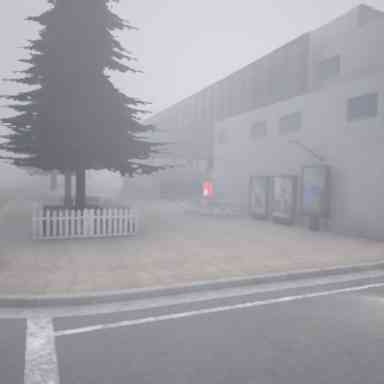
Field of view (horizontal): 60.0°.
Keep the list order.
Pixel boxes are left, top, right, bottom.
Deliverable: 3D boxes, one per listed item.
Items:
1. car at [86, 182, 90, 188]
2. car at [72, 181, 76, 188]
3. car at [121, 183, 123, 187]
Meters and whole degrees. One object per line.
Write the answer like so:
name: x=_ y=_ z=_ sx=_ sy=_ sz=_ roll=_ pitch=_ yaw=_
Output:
car: x=-24.683 y=-1.543 z=76.255 sx=1.970 sy=1.475 sz=3.806 roll=0 pitch=2 yaw=-25
car: x=-24.304 y=-1.292 z=68.272 sx=1.845 sy=1.501 sz=3.633 roll=0 pitch=2 yaw=-25
car: x=-18.353 y=-1.952 z=91.236 sx=1.845 sy=1.501 sz=3.633 roll=0 pitch=2 yaw=-25
